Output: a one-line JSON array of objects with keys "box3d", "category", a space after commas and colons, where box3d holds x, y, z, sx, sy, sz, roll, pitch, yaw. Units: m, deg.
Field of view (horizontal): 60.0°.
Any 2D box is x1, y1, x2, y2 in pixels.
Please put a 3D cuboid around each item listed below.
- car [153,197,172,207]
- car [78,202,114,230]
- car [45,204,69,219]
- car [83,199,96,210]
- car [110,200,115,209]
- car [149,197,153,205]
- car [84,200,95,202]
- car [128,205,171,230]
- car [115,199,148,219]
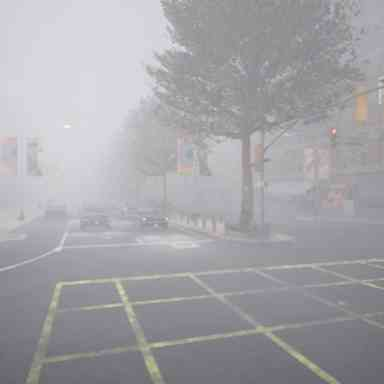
[{"box3d": [-4.596, 1.911, 54.041, 1.837, 1.490, 4.892, 0, 0, -18], "category": "car"}, {"box3d": [-6.619, 1.658, 22.745, 1.837, 1.490, 4.892, 0, 0, -18], "category": "car"}, {"box3d": [-12.816, 1.794, 31.620, 1.895, 1.301, 4.718, 0, 0, -18], "category": "car"}, {"box3d": [-15.129, 1.852, 49.068, 1.812, 1.442, 4.674, 0, -1, -18], "category": "car"}, {"box3d": [-10.953, 1.878, 47.479, 2.033, 1.411, 5.357, 0, -1, -18], "category": "car"}, {"box3d": [-7.808, 1.823, 63.923, 2.097, 1.767, 4.553, 0, 0, -18], "category": "car"}, {"box3d": [-10.252, 1.828, 33.921, 1.895, 1.301, 4.718, 0, 0, -18], "category": "car"}, {"box3d": [-2.903, 1.767, 22.637, 1.895, 1.301, 4.718, 0, 0, -18], "category": "car"}, {"box3d": [-5.700, 1.575, 31.250, 2.097, 1.767, 4.553, 0, 0, -18], "category": "car"}]
